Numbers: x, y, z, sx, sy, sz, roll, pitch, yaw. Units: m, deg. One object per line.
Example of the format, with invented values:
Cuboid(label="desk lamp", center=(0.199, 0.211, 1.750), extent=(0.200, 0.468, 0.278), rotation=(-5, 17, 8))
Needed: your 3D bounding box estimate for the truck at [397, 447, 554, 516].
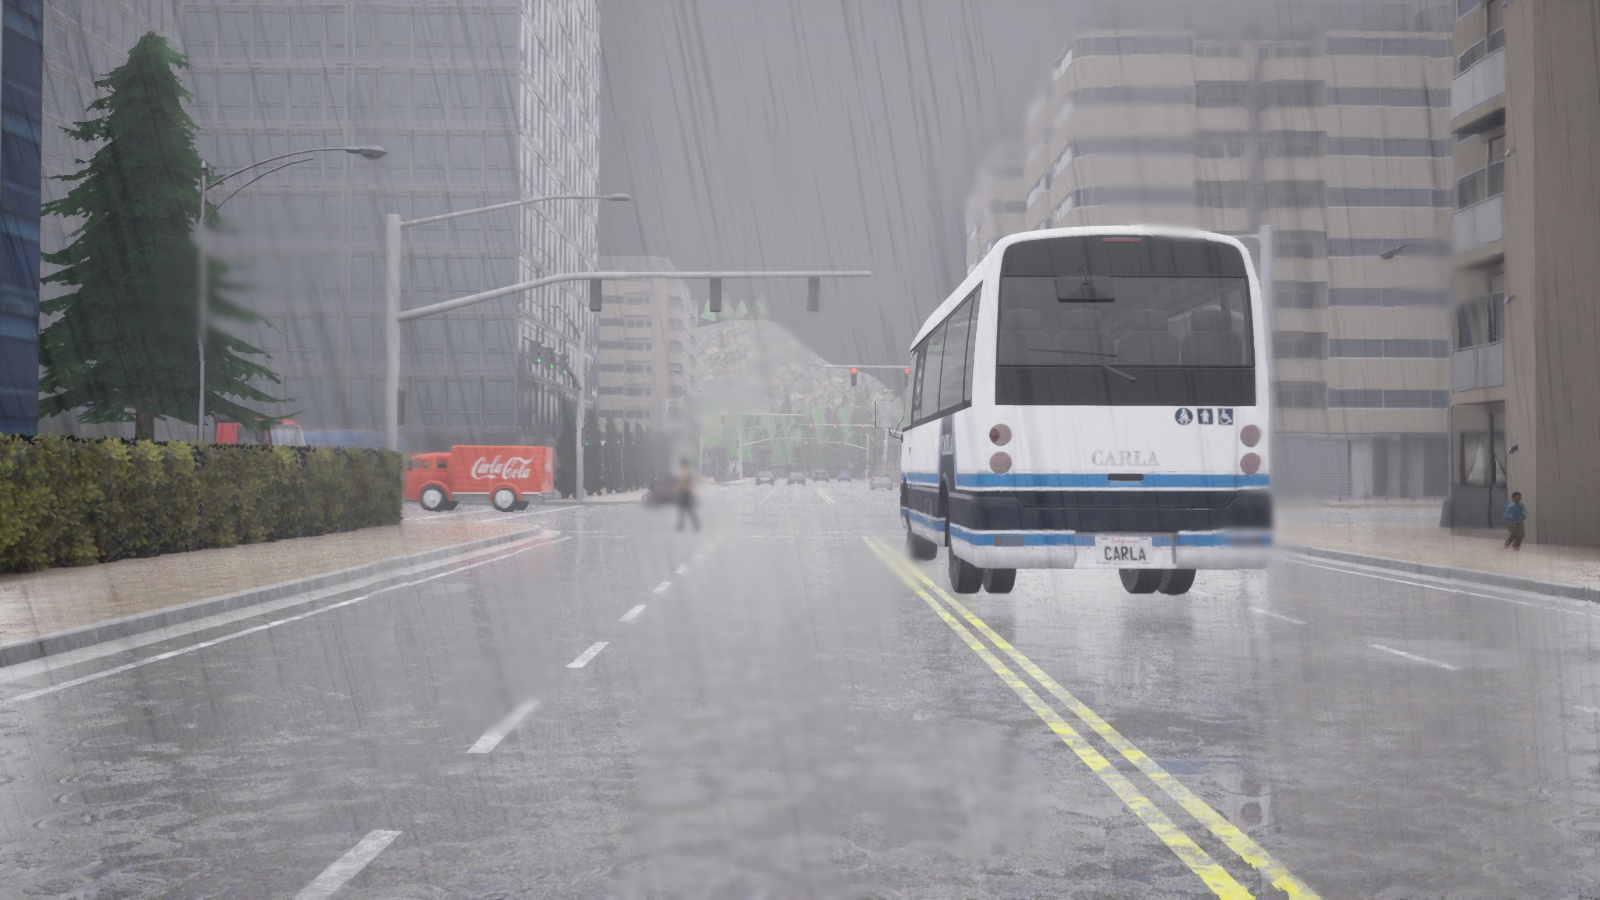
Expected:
Cuboid(label="truck", center=(-12.052, 1.163, 46.975), extent=(5.204, 2.467, 2.627), rotation=(0, -1, -1))

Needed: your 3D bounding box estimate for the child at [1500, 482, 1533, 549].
Cuboid(label="child", center=(12.932, 1.181, 22.668), extent=(0.343, 1.192, 0.448), rotation=(0, -1, 6))

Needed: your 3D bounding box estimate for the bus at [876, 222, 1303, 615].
Cuboid(label="bus", center=(3.446, -0.262, 18.756), extent=(3.944, 4.253, 10.273), rotation=(0, -1, 0))

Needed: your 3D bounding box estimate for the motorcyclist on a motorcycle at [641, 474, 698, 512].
Cuboid(label="motorcyclist on a motorcycle", center=(-5.242, 1.717, 50.553), extent=(2.191, 1.530, 0.866), rotation=(0, -1, -1))

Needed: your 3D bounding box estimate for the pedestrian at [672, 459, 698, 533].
Cuboid(label="pedestrian", center=(-2.867, 1.137, 31.311), extent=(0.594, 1.836, 0.345), rotation=(0, -1, 6))

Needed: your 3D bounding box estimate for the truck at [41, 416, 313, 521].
Cuboid(label="truck", center=(-21.336, 0.644, 43.366), extent=(7.936, 3.462, 2.891), rotation=(0, -1, -1))
